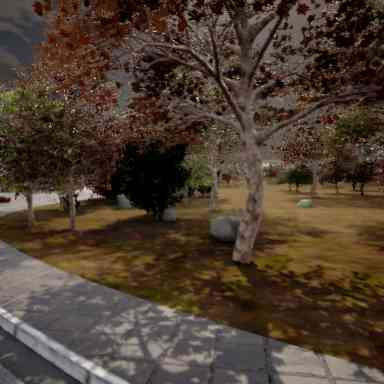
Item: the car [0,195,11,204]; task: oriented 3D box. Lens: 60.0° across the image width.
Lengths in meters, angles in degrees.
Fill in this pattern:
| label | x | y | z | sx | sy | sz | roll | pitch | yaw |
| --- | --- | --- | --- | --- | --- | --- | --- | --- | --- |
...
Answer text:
| label | x | y | z | sx | sy | sz | roll | pitch | yaw |
| --- | --- | --- | --- | --- | --- | --- | --- | --- | --- |
| car | -26.667 | 1.025 | 44.944 | 1.895 | 1.301 | 4.718 | 0 | 1 | 0 |
